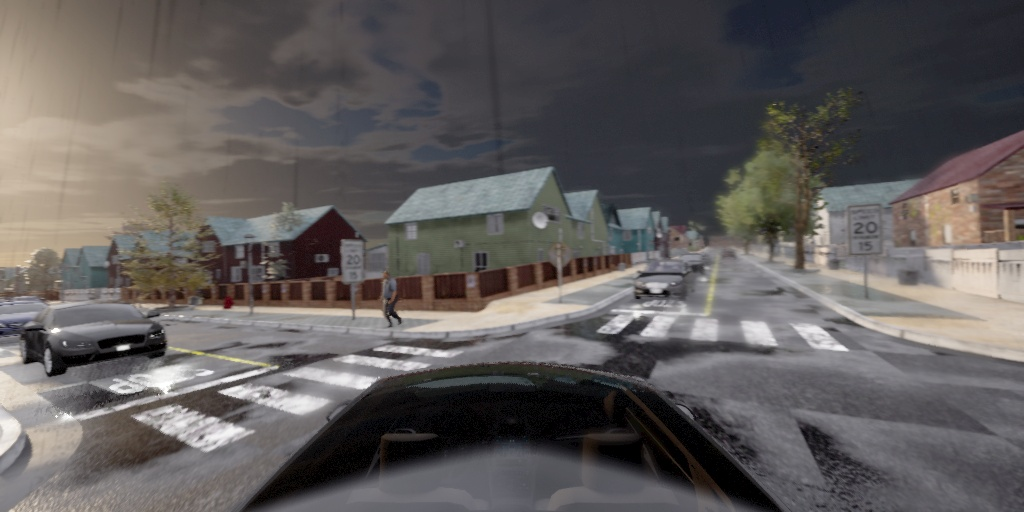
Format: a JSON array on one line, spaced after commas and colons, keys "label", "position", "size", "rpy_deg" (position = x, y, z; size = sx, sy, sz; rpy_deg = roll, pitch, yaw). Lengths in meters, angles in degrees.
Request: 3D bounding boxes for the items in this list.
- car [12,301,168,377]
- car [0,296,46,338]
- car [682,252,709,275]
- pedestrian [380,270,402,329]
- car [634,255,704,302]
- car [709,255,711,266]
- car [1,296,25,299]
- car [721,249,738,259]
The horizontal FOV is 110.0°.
[{"label": "car", "position": [-10.809, 1.943, 9.238], "size": [4.892, 1.490, 1.837], "rpy_deg": [-4, -2, 30]}, {"label": "car", "position": [-19.588, 2.534, 14.271], "size": [4.674, 1.442, 1.812], "rpy_deg": [-4, -2, 30]}, {"label": "car", "position": [13.124, 0.550, 26.285], "size": [1.882, 1.535, 5.008], "rpy_deg": [-2, 0, 30]}, {"label": "pedestrian", "position": [-3.694, 1.257, 10.902], "size": [0.375, 1.860, 0.375], "rpy_deg": [-2, 1, 30]}, {"label": "car", "position": [6.382, 0.903, 14.762], "size": [2.128, 1.511, 4.902], "rpy_deg": [-2, 1, 32]}, {"label": "car", "position": [19.381, 0.318, 37.030], "size": [1.994, 1.385, 4.181], "rpy_deg": [-2, 1, 31]}, {"label": "car", "position": [-28.475, 3.092, 19.378], "size": [4.892, 1.490, 1.837], "rpy_deg": [-4, -2, 30]}, {"label": "car", "position": [31.376, -0.309, 51.901], "size": [1.837, 1.490, 4.892], "rpy_deg": [-2, 1, 30]}]
